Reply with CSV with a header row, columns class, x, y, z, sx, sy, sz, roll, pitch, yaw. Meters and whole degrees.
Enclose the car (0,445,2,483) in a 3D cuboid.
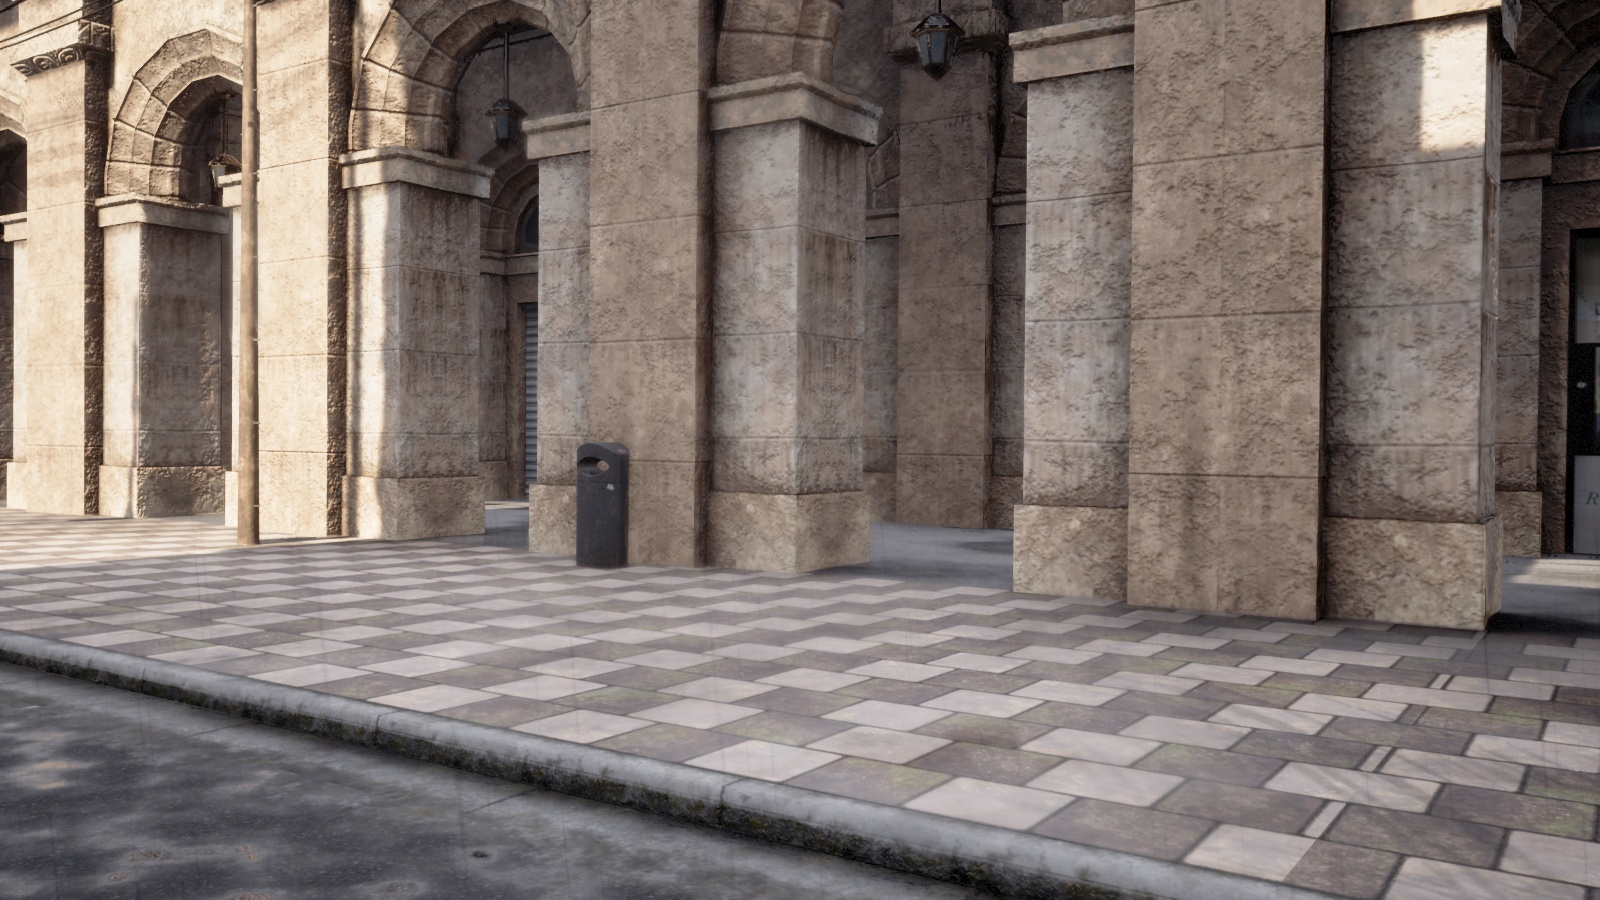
class,x,y,z,sx,sy,sz,roll,pitch,yaw
car,-30.009,0.524,42.477,1.895,1.301,4.718,0,1,34
